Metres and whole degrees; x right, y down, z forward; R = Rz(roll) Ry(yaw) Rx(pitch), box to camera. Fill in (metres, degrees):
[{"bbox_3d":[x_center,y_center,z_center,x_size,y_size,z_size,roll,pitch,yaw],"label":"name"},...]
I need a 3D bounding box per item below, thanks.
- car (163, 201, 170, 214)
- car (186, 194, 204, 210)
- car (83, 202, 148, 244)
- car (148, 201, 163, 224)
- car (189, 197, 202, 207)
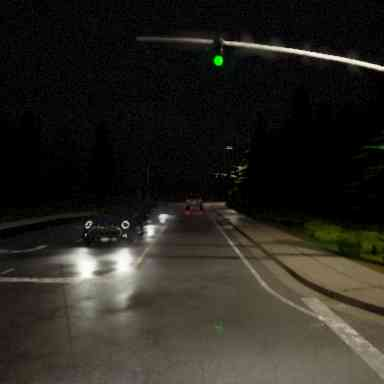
[{"bbox_3d":[-3.495,1.652,35.928,1.994,1.385,4.181,0,0,1],"label":"car"},{"bbox_3d":[0.367,1.333,43.857,2.150,2.045,5.566,0,0,2],"label":"car"},{"bbox_3d":[-3.599,1.384,15.979,2.097,1.767,4.553,0,0,0],"label":"car"},{"bbox_3d":[-3.585,1.564,25.849,1.837,1.490,4.892,0,0,0],"label":"car"},{"bbox_3d":[0.642,1.620,54.547,1.882,1.535,5.008,0,0,2],"label":"car"}]
